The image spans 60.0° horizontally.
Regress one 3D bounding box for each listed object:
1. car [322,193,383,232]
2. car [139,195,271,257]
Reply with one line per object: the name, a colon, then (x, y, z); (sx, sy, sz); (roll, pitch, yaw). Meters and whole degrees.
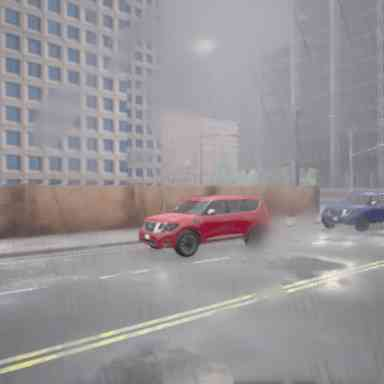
car: (10.000, 1.080, 19.593); (5.566, 2.045, 2.150); (0, 0, -35)
car: (0.704, 1.167, 13.080); (5.566, 2.045, 2.150); (0, 0, -36)
